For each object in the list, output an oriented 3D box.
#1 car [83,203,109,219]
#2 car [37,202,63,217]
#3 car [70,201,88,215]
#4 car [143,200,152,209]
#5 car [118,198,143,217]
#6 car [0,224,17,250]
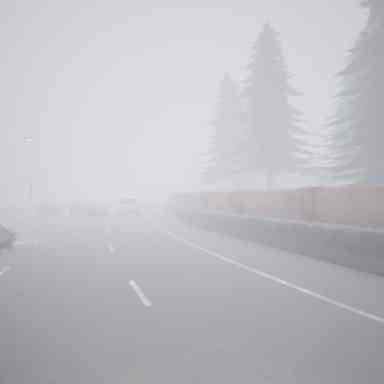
[{"bbox_3d":[-10.140,2.116,36.084,1.895,1.301,4.718,-1,0,-9],"label":"car"},{"bbox_3d":[-17.900,2.095,42.142,2.097,1.767,4.553,-1,-1,-6],"label":"car"},{"bbox_3d":[-14.578,2.033,44.217,2.097,1.767,4.553,-1,-1,-5],"label":"car"},{"bbox_3d":[-8.307,2.174,58.872,1.812,1.442,4.674,-2,-1,1],"label":"car"},{"bbox_3d":[-7.174,1.684,38.343,2.150,2.045,5.566,-2,-1,-6],"label":"car"},{"bbox_3d":[-8.561,1.850,13.277,2.033,1.411,5.357,-1,0,-16],"label":"car"}]
